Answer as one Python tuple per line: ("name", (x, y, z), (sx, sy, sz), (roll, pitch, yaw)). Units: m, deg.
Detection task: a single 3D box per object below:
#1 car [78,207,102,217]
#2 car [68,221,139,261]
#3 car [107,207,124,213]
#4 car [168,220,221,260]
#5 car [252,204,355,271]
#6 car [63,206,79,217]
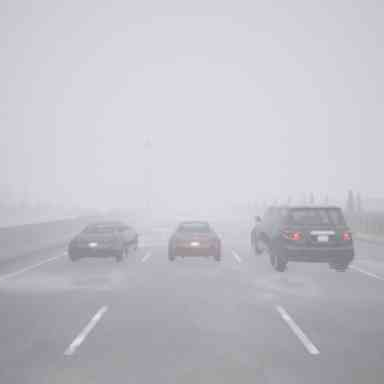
("car", (-14.134, 2.884, 47.241), (1.994, 1.385, 4.181), (0, -2, 0))
("car", (-3.402, 1.847, 13.458), (1.994, 1.385, 4.181), (0, -2, 0))
("car", (-10.628, 2.825, 46.557), (1.812, 1.442, 4.674), (0, -2, 0))
("car", (0.099, 1.853, 13.654), (1.994, 1.385, 4.181), (0, -2, 0))
("car", (3.599, 1.454, 11.811), (2.150, 2.045, 5.566), (0, -2, 0))
("car", (-17.684, 2.897, 49.604), (1.837, 1.490, 4.892), (0, -2, -1))
